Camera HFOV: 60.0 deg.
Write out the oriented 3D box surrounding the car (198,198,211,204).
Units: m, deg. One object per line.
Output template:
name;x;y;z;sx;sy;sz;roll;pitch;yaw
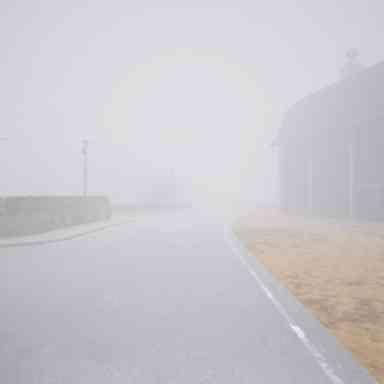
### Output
car;2.947;2.208;79.395;2.033;1.411;5.357;0;0;-16
